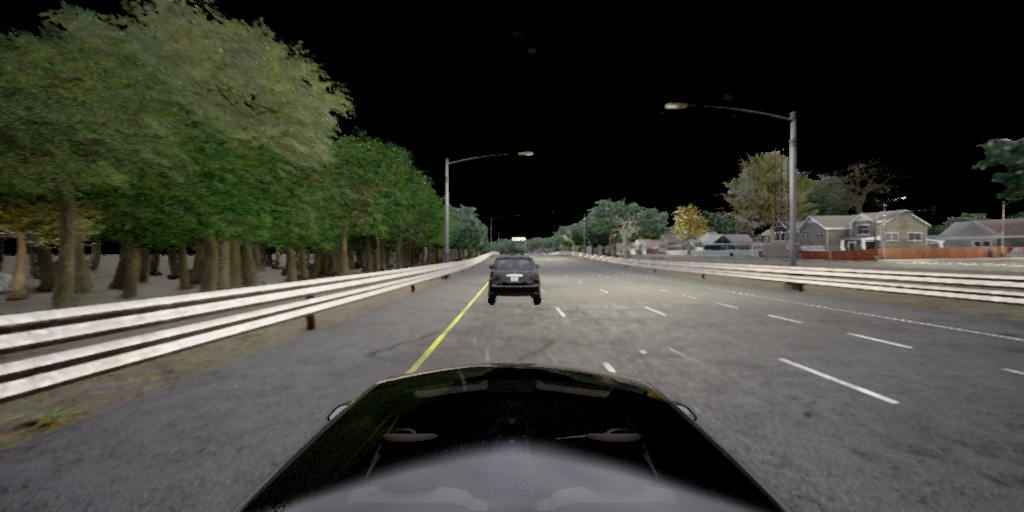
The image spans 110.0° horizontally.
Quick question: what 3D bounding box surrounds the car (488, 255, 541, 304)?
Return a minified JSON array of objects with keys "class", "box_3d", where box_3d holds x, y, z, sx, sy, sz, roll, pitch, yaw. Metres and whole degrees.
[{"class":"car","box_3d":[0.098,0.989,16.659,2.150,2.045,5.566,0,0,0]}]
